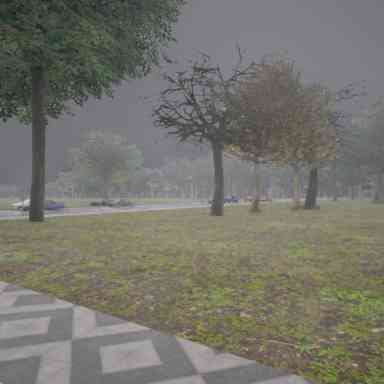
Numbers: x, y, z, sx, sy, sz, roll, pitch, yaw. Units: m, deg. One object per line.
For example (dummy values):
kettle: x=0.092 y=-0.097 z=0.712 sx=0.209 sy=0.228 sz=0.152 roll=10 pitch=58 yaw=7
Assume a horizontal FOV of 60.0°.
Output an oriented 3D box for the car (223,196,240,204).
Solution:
car: x=7.613 y=1.574 z=64.993 sx=1.837 sy=1.490 sz=4.892 roll=-1 pitch=-1 yaw=35

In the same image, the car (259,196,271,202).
car: x=17.316 y=1.670 z=78.839 sx=1.994 sy=1.385 sz=4.181 roll=-1 pitch=-1 yaw=35

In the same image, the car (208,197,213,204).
car: x=4.955 y=1.668 z=66.865 sx=1.994 sy=1.385 sz=4.181 roll=-1 pitch=-1 yaw=35

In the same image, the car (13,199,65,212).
car: x=-18.139 y=1.619 z=40.279 sx=2.033 sy=1.411 sz=5.357 roll=-1 pitch=-1 yaw=35

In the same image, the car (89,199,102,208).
car: x=-13.701 y=1.725 z=52.129 sx=1.895 sy=1.301 sz=4.718 roll=-1 pitch=0 yaw=35

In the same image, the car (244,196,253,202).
car: x=14.063 y=1.674 z=79.870 sx=1.812 sy=1.442 sz=4.674 roll=-1 pitch=-1 yaw=35

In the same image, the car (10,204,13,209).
car: x=-20.592 y=1.633 z=42.445 sx=1.812 sy=1.442 sz=4.674 roll=-1 pitch=-1 yaw=35

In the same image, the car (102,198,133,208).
car: x=-10.966 y=1.653 z=50.359 sx=1.994 sy=1.385 sz=4.181 roll=-1 pitch=-1 yaw=36
